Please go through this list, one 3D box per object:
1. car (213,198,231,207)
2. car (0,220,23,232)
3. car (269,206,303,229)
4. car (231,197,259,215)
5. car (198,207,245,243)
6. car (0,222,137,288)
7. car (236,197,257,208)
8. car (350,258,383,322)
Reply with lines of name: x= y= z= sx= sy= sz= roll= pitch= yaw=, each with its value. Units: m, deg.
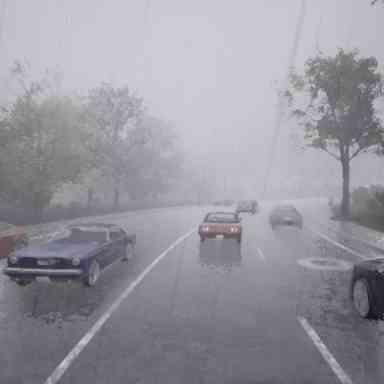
car: x=4.692 y=1.585 z=51.010 sx=1.994 sy=1.385 sz=4.181 roll=0 pitch=0 yaw=25
car: x=-6.522 y=1.503 z=9.424 sx=1.812 sy=1.442 sz=4.674 roll=0 pitch=0 yaw=5
car: x=6.229 y=1.597 z=22.333 sx=1.994 sy=1.385 sz=4.181 roll=0 pitch=0 yaw=12
car: x=5.790 y=1.580 z=34.327 sx=2.033 sy=1.411 sz=5.357 roll=0 pitch=0 yaw=18
car: x=1.514 y=1.611 z=16.234 sx=1.895 sy=1.301 sz=4.718 roll=0 pitch=0 yaw=9
car: x=-3.038 y=1.592 z=9.423 sx=1.895 sy=1.301 sz=4.718 roll=0 pitch=0 yaw=5
car: x=8.372 y=1.520 z=50.663 sx=1.882 sy=1.535 sz=5.008 roll=0 pitch=0 yaw=25
car: x=3.839 y=1.506 z=4.390 sx=2.128 sy=1.511 sz=4.902 roll=0 pitch=0 yaw=2
